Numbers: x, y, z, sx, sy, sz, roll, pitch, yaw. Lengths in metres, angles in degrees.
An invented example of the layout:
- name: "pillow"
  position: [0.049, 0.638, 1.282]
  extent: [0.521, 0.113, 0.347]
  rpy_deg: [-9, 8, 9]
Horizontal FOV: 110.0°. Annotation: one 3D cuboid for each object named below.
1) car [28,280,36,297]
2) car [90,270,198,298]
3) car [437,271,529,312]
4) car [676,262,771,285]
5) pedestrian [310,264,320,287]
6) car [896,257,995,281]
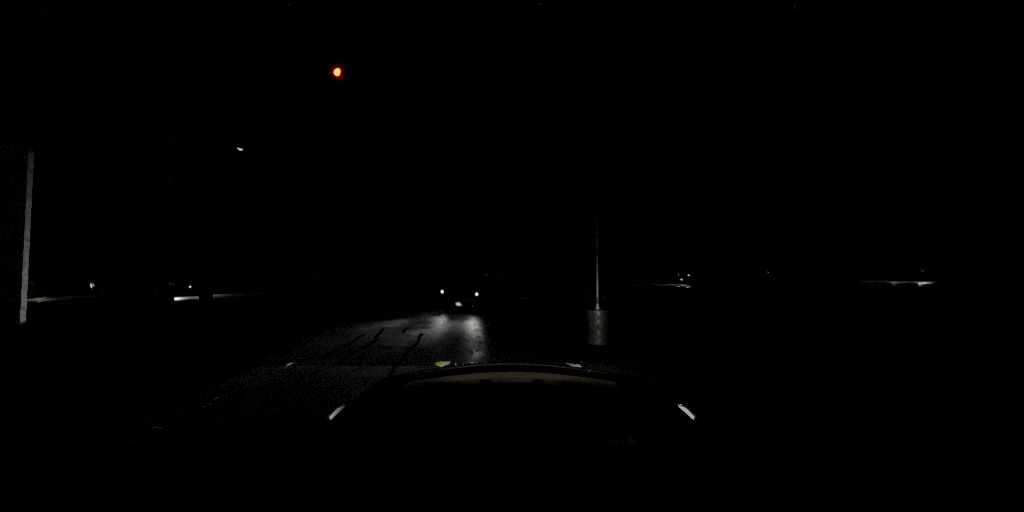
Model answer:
- name: "car"
  position: [-29.645, 1.581, 19.851]
  extent: [5.008, 1.535, 1.882]
  rpy_deg: [-1, -2, 0]
- name: "car"
  position: [-20.220, 1.493, 19.823]
  extent: [4.892, 1.490, 1.837]
  rpy_deg: [-1, -2, 0]
- name: "car"
  position: [-0.991, 1.335, 14.626]
  extent: [1.895, 1.301, 4.718]
  rpy_deg: [1, 2, 24]
- name: "car"
  position: [13.735, 1.110, 23.431]
  extent: [5.357, 1.411, 2.033]
  rpy_deg: [-1, -2, 0]
- name: "pedestrian"
  position: [-15.055, 1.464, 27.413]
  extent: [0.375, 1.860, 0.375]
  rpy_deg: [0, -1, 0]
- name: "car"
  position: [28.119, 0.811, 23.395]
  extent: [5.008, 1.535, 1.882]
  rpy_deg: [-2, -2, 0]
